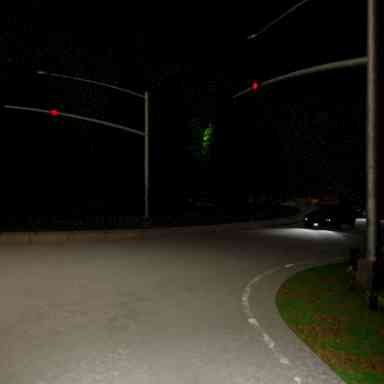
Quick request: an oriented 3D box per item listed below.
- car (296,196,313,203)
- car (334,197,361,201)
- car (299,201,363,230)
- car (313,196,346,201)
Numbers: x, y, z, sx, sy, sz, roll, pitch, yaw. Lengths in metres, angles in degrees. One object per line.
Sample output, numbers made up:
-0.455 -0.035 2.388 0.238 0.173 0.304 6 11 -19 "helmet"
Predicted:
19.575 1.451 56.096 1.882 1.535 5.008 0 0 -16 "car"
14.341 1.478 30.425 1.837 1.490 4.892 0 0 20 "car"
9.031 1.521 21.487 2.033 1.411 5.357 0 0 42 "car"
16.655 1.451 40.486 1.882 1.535 5.008 0 0 8 "car"
